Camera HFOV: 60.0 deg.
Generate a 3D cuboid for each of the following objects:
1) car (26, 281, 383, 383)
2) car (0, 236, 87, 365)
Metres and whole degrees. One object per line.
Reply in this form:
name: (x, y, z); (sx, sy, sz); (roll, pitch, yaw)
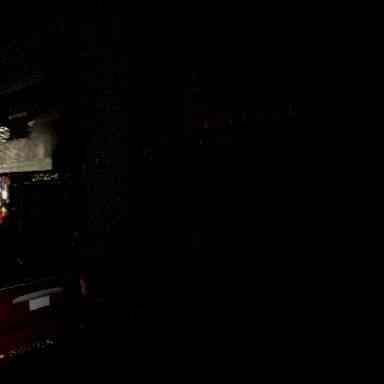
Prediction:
car: (1.086, 1.545, 2.099); (4.507, 1.381, 1.887); (0, 0, 35)
car: (-3.523, 1.444, 5.385); (4.097, 1.590, 1.967); (0, 0, 35)
